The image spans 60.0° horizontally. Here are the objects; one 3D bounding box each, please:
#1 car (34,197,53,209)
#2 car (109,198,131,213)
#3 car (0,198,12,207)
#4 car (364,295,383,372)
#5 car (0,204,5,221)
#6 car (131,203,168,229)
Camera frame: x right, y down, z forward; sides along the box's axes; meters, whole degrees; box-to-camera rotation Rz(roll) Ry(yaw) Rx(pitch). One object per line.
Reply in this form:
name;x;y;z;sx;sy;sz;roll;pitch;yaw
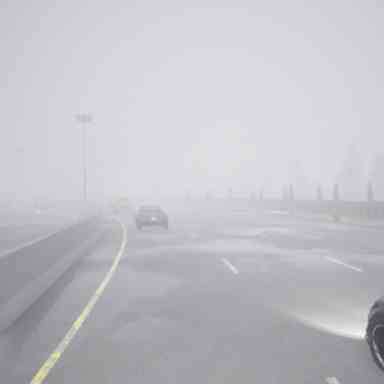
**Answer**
car;-21.773;1.577;48.665;2.097;1.767;4.553;-1;0;-32
car;-8.279;1.437;38.439;2.097;1.767;4.553;0;0;-23
car;-32.355;1.820;57.164;1.882;1.535;5.008;0;0;-39
car;3.374;1.547;2.839;1.994;1.385;4.181;0;0;-2
car;-13.367;1.654;20.422;1.994;1.385;4.181;0;0;-14
car;-2.768;1.586;22.004;1.994;1.385;4.181;0;0;-13
